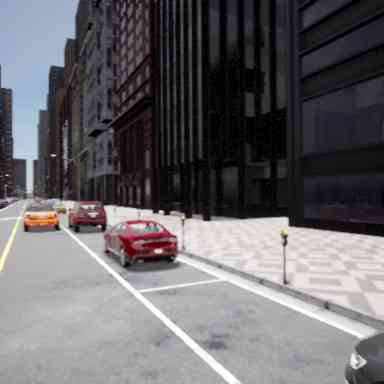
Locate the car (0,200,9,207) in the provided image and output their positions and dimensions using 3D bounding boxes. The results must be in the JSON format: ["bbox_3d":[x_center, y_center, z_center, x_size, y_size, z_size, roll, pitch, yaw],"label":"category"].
[{"bbox_3d":[-41.884,2.545,73.919,1.887,1.381,4.507,-1,0,-26],"label":"car"}]

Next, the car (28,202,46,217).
[{"bbox_3d":[-18.290,1.983,39.089,1.837,1.490,4.892,0,-1,-26],"label":"car"}]

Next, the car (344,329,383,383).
[{"bbox_3d":[2.982,1.537,1.775,2.008,1.369,4.403,0,0,-26],"label":"car"}]

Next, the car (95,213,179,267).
[{"bbox_3d":[-1.980,1.653,11.895,1.887,1.381,4.507,0,0,-26],"label":"car"}]

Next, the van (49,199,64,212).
[{"bbox_3d":[-19.350,1.899,47.319,1.690,1.788,3.998,-1,0,-26],"label":"van"}]

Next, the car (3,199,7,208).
[{"bbox_3d":[-34.440,2.367,58.736,1.947,1.339,4.313,-1,0,-26],"label":"car"}]

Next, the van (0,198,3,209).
[{"bbox_3d":[-31.961,2.076,53.677,1.690,1.788,3.998,-1,0,-26],"label":"van"}]

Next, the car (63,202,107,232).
[{"bbox_3d":[-6.945,1.548,22.017,2.192,1.841,5.009,-1,0,-26],"label":"car"}]

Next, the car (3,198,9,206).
[{"bbox_3d":[-36.921,2.433,63.797,1.947,1.339,4.313,-1,0,-26],"label":"car"}]

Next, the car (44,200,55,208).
[{"bbox_3d":[-26.866,2.284,62.652,1.752,1.417,4.829,-1,0,-26],"label":"car"}]

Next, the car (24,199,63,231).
[{"bbox_3d":[-10.494,1.627,23.161,2.097,1.767,4.553,0,-1,-26],"label":"car"}]

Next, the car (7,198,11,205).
[{"bbox_3d":[-39.405,2.249,68.859,2.192,1.841,5.009,-1,0,-26],"label":"car"}]
